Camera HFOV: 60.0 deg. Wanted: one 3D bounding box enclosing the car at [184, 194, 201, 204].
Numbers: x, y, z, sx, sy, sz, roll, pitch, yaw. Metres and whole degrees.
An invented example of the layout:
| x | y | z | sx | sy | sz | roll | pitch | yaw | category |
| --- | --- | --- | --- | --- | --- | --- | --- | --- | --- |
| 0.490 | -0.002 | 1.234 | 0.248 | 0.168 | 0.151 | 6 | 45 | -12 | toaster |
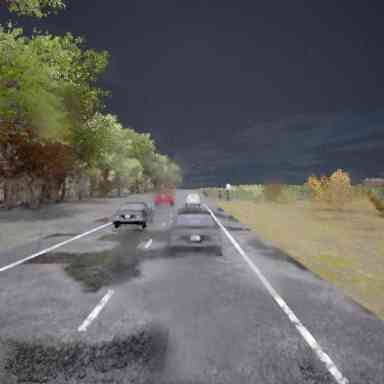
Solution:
| x | y | z | sx | sy | sz | roll | pitch | yaw | category |
| --- | --- | --- | --- | --- | --- | --- | --- | --- | --- |
| 0.103 | 1.033 | 42.240 | 1.812 | 1.442 | 4.674 | 0 | 1 | 0 | car |

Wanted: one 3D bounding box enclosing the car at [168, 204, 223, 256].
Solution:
| x | y | z | sx | sy | sz | roll | pitch | yaw | category |
| --- | --- | --- | --- | --- | --- | --- | --- | --- | --- |
| 0.104 | 1.403 | 12.487 | 2.033 | 1.411 | 5.357 | 0 | 1 | 0 | car |

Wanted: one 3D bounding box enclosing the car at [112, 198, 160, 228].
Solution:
| x | y | z | sx | sy | sz | roll | pitch | yaw | category |
| --- | --- | --- | --- | --- | --- | --- | --- | --- | --- |
| -3.392 | 1.316 | 20.048 | 2.033 | 1.411 | 5.357 | 0 | 1 | 0 | car |

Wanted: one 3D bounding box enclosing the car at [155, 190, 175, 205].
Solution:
| x | y | z | sx | sy | sz | roll | pitch | yaw | category |
| --- | --- | --- | --- | --- | --- | --- | --- | --- | --- |
| -3.383 | 0.728 | 42.215 | 2.150 | 2.045 | 5.566 | 0 | 1 | 0 | car |
